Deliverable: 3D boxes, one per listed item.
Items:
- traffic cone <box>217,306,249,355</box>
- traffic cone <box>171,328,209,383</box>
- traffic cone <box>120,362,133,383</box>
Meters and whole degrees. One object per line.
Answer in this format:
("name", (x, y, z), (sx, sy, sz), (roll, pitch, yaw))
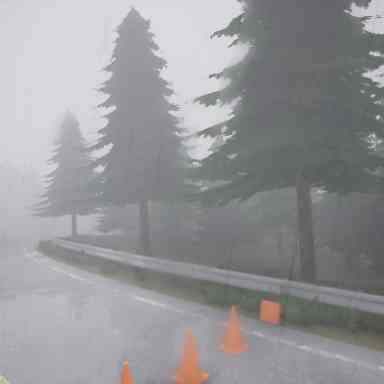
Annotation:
("traffic cone", (0.592, 1.938, 4.781), (0.340, 0.580, 0.340), (0, 0, 38))
("traffic cone", (-0.022, 1.940, 3.995), (0.340, 0.580, 0.340), (0, 0, 38))
("traffic cone", (-0.636, 1.944, 3.209), (0.340, 0.580, 0.340), (-1, 0, 38))
